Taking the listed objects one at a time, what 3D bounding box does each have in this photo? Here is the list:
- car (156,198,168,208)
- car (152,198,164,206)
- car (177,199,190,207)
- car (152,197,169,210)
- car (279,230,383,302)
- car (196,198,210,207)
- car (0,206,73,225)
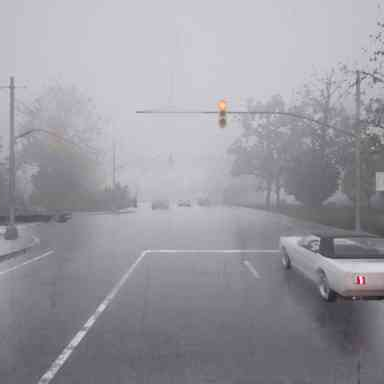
[{"bbox_3d":[-4.843,1.721,53.207,1.837,1.490,4.892,0,-1,-7],"label":"car"},{"bbox_3d":[-6.857,1.985,66.594,1.882,1.535,5.008,0,-1,-11],"label":"car"},{"bbox_3d":[-1.479,1.872,56.569,1.895,1.301,4.718,0,-1,-7],"label":"car"},{"bbox_3d":[-4.059,1.425,43.105,2.097,1.767,4.553,0,-1,-3],"label":"car"},{"bbox_3d":[3.596,1.601,8.196,1.895,1.301,4.718,0,0,0],"label":"car"},{"bbox_3d":[1.925,1.769,57.317,2.128,1.511,4.902,0,-1,-7],"label":"car"},{"bbox_3d":[-10.948,1.636,23.485,4.718,1.301,1.895,0,0,-6],"label":"car"}]
